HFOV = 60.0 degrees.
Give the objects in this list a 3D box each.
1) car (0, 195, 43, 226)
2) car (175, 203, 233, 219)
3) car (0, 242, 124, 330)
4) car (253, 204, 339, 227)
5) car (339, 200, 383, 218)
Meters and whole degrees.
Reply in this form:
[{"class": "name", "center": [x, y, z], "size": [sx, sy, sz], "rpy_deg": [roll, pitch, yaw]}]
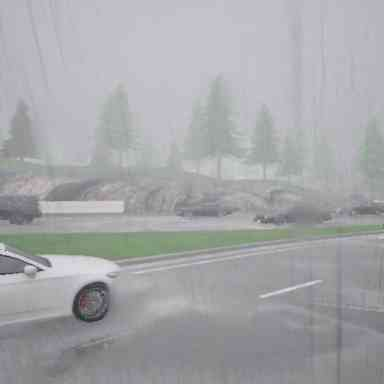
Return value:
[{"class": "car", "center": [-13.257, 1.245, 22.865], "size": [5.566, 2.045, 2.150], "rpy_deg": [0, 0, -7]}, {"class": "car", "center": [0.994, 1.579, 28.239], "size": [4.718, 1.301, 1.895], "rpy_deg": [0, 0, -12]}, {"class": "car", "center": [-3.457, 1.533, 5.493], "size": [4.674, 1.442, 1.812], "rpy_deg": [0, 0, -37]}, {"class": "car", "center": [6.905, 1.513, 22.596], "size": [5.357, 1.411, 2.033], "rpy_deg": [0, 0, -18]}, {"class": "car", "center": [14.718, 1.430, 29.336], "size": [4.902, 1.511, 2.128], "rpy_deg": [0, 0, -22]}]
